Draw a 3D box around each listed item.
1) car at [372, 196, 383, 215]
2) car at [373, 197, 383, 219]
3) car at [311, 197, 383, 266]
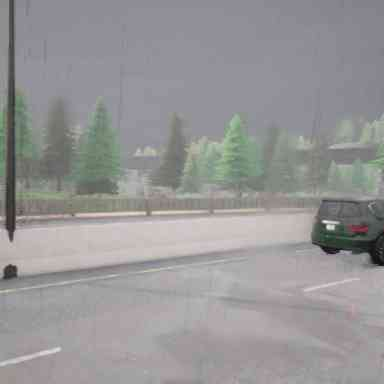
[{"bbox_3d":[20.166,1.281,32.241,4.553,1.767,2.097,0,0,-16],"label":"car"},{"bbox_3d":[17.748,1.292,27.804,4.553,1.767,2.097,0,0,-18],"label":"car"},{"bbox_3d":[6.684,1.194,11.621,5.566,2.045,2.150,0,0,-28],"label":"car"}]
